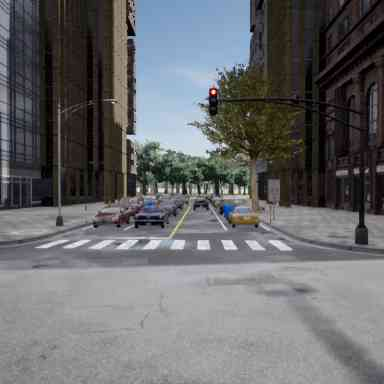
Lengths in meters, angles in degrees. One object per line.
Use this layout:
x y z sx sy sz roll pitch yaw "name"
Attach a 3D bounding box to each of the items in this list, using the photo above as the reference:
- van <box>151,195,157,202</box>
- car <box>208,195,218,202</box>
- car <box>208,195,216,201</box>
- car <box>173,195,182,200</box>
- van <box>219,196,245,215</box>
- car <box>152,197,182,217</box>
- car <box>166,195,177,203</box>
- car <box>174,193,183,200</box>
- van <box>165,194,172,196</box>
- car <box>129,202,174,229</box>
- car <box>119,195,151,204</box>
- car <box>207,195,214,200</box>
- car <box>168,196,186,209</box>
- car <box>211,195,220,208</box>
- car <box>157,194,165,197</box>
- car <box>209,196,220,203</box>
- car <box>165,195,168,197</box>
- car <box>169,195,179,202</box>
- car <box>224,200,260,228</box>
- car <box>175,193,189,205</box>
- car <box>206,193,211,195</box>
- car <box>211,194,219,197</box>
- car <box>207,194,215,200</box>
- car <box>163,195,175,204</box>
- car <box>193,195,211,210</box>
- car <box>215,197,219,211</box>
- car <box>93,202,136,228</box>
-4.931 1.306 33.325 1.690 1.788 3.998 -1 0 1 "van"
4.554 1.415 72.870 2.008 1.369 4.403 0 0 1 "car"
4.691 1.429 78.548 1.802 1.307 4.206 0 0 1 "car"
-3.695 1.375 84.427 1.887 1.381 4.507 0 0 1 "car"
3.455 1.316 27.450 1.690 1.788 3.998 -1 0 1 "van"
-2.299 1.474 31.237 1.837 1.490 4.892 0 0 2 "car"
-4.106 1.425 67.393 1.887 1.381 4.507 0 0 1 "car"
-3.560 1.128 90.104 2.192 1.841 5.009 0 0 1 "car"
-4.382 1.252 56.037 1.690 1.788 3.998 0 0 1 "van"
-2.529 1.584 21.901 1.895 1.301 4.718 0 0 1 "car"
-5.068 1.290 27.647 2.192 1.841 5.009 -1 0 1 "car"
4.965 1.379 89.903 1.947 1.339 4.313 0 0 1 "car"
-2.056 1.550 41.160 1.895 1.301 4.718 0 0 1 "car"
3.873 1.465 44.653 1.752 1.417 4.829 -1 0 1 "car"
-4.794 1.269 39.003 2.192 1.841 5.009 -1 0 1 "car"
4.416 1.431 67.193 2.008 1.369 4.403 -1 0 1 "car"
-4.654 1.491 44.682 2.008 1.369 4.403 -1 0 1 "car"
-3.969 1.446 73.071 1.802 1.307 4.206 0 0 1 "car"
3.324 1.508 21.941 1.752 1.417 4.829 -1 0 1 "car"
-1.602 1.315 56.368 2.097 1.767 4.553 0 0 1 "car"
4.277 1.211 61.515 2.192 1.841 5.009 -1 0 1 "car"
4.006 1.471 50.160 1.887 1.381 4.507 -1 0 1 "car"
4.831 1.355 84.395 1.752 1.417 4.829 0 0 1 "car"
-4.244 1.336 61.715 1.967 1.590 4.097 0 0 1 "car"
1.163 1.450 42.472 1.837 1.490 4.892 0 0 1 "car"
3.595 1.531 33.128 1.947 1.339 4.313 -1 0 1 "car"
-5.202 1.565 21.968 1.802 1.307 4.206 -1 0 1 "car"
